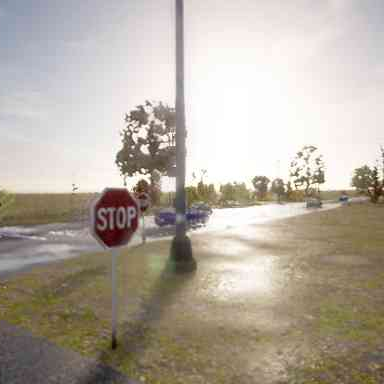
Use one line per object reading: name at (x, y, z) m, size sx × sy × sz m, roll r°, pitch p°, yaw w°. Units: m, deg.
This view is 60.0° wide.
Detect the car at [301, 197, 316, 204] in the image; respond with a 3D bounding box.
car at (27.625, 1.969, 78.668) m, size 2.128 × 1.511 × 4.902 m, roll -1°, pitch 0°, yaw 34°

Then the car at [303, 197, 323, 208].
car at (20.637, 1.892, 56.010) m, size 2.033 × 1.411 × 5.357 m, roll 0°, pitch 0°, yaw 30°

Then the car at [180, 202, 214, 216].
car at (0.654, 1.889, 38.509) m, size 1.994 × 1.385 × 4.181 m, roll -1°, pitch 0°, yaw 34°

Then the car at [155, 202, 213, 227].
car at (-0.610, 1.699, 24.050) m, size 1.882 × 1.535 × 5.008 m, roll -1°, pitch 0°, yaw 34°
